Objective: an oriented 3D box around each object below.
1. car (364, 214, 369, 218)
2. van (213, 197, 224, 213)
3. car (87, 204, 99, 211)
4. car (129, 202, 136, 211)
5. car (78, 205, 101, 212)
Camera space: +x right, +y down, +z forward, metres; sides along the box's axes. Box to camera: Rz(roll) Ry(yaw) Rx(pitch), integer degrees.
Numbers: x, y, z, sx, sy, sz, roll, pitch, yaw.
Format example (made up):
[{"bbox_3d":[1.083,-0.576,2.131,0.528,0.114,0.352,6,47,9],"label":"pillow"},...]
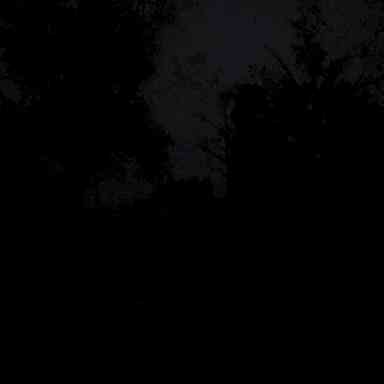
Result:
[{"bbox_3d":[14.137,1.087,25.143,5.566,2.045,2.435,-1,-1,-35],"label":"car"},{"bbox_3d":[4.613,1.486,38.778,4.442,1.987,1.878,-1,-1,-35],"label":"van"},{"bbox_3d":[-23.064,3.833,78.296,4.674,1.452,2.002,-1,-2,-35],"label":"car"},{"bbox_3d":[-9.278,2.548,58.281,4.553,1.767,2.185,-1,-2,-35],"label":"car"},{"bbox_3d":[-24.923,3.945,80.991,4.892,1.521,2.231,-1,-2,-35],"label":"car"}]
